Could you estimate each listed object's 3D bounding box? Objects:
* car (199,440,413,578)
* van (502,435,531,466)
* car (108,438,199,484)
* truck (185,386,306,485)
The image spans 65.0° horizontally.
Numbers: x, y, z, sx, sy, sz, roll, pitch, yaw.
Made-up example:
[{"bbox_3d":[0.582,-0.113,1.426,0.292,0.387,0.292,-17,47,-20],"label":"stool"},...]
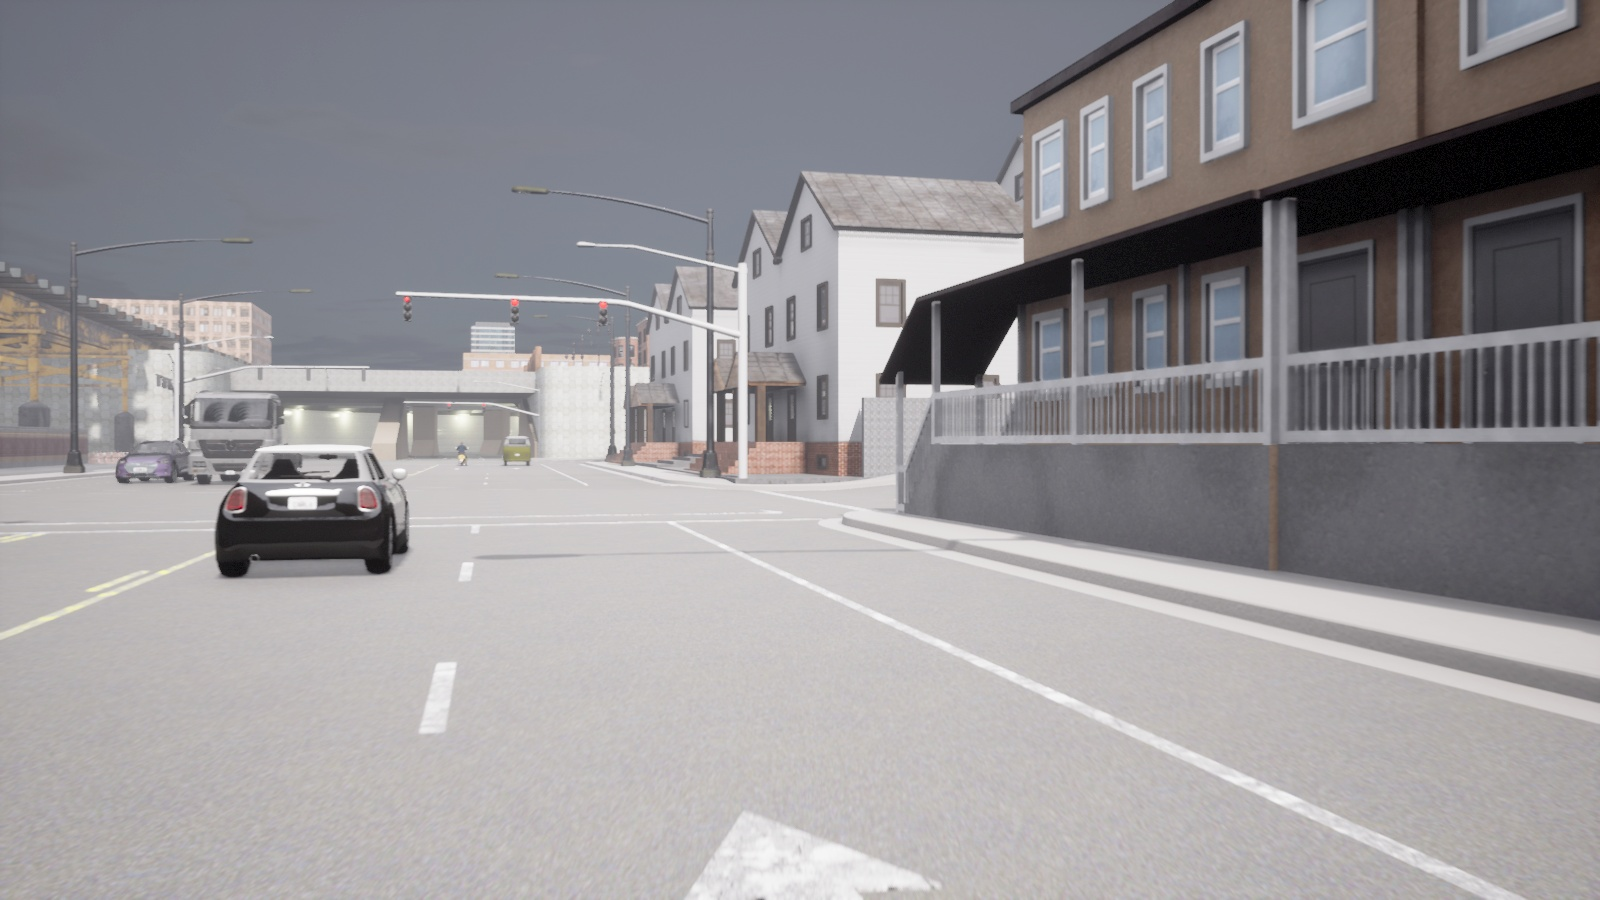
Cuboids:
[{"bbox_3d":[-5.922,0.620,15.512,1.970,1.475,3.806,0,0,-14],"label":"car"},{"bbox_3d":[-18.735,0.018,82.900,1.775,1.987,4.442,0,0,-14],"label":"van"},{"bbox_3d":[-24.664,0.386,48.086,2.033,1.649,4.856,0,0,-14],"label":"car"},{"bbox_3d":[-21.093,-0.524,48.228,2.891,3.462,7.936,0,0,-14],"label":"truck"}]
